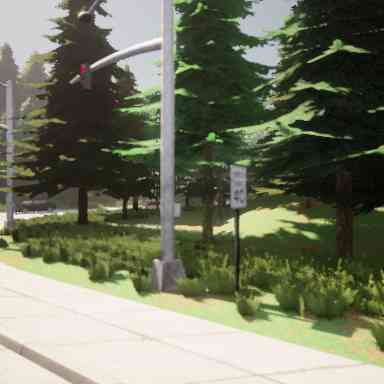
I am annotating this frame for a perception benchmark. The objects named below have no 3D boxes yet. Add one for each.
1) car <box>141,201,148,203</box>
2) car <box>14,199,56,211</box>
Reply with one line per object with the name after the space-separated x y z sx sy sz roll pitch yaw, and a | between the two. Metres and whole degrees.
-5.686 1.633 51.901 4.718 1.301 1.895 0 0 -42 | car
-16.964 1.489 35.443 1.882 1.535 5.008 0 0 27 | car
